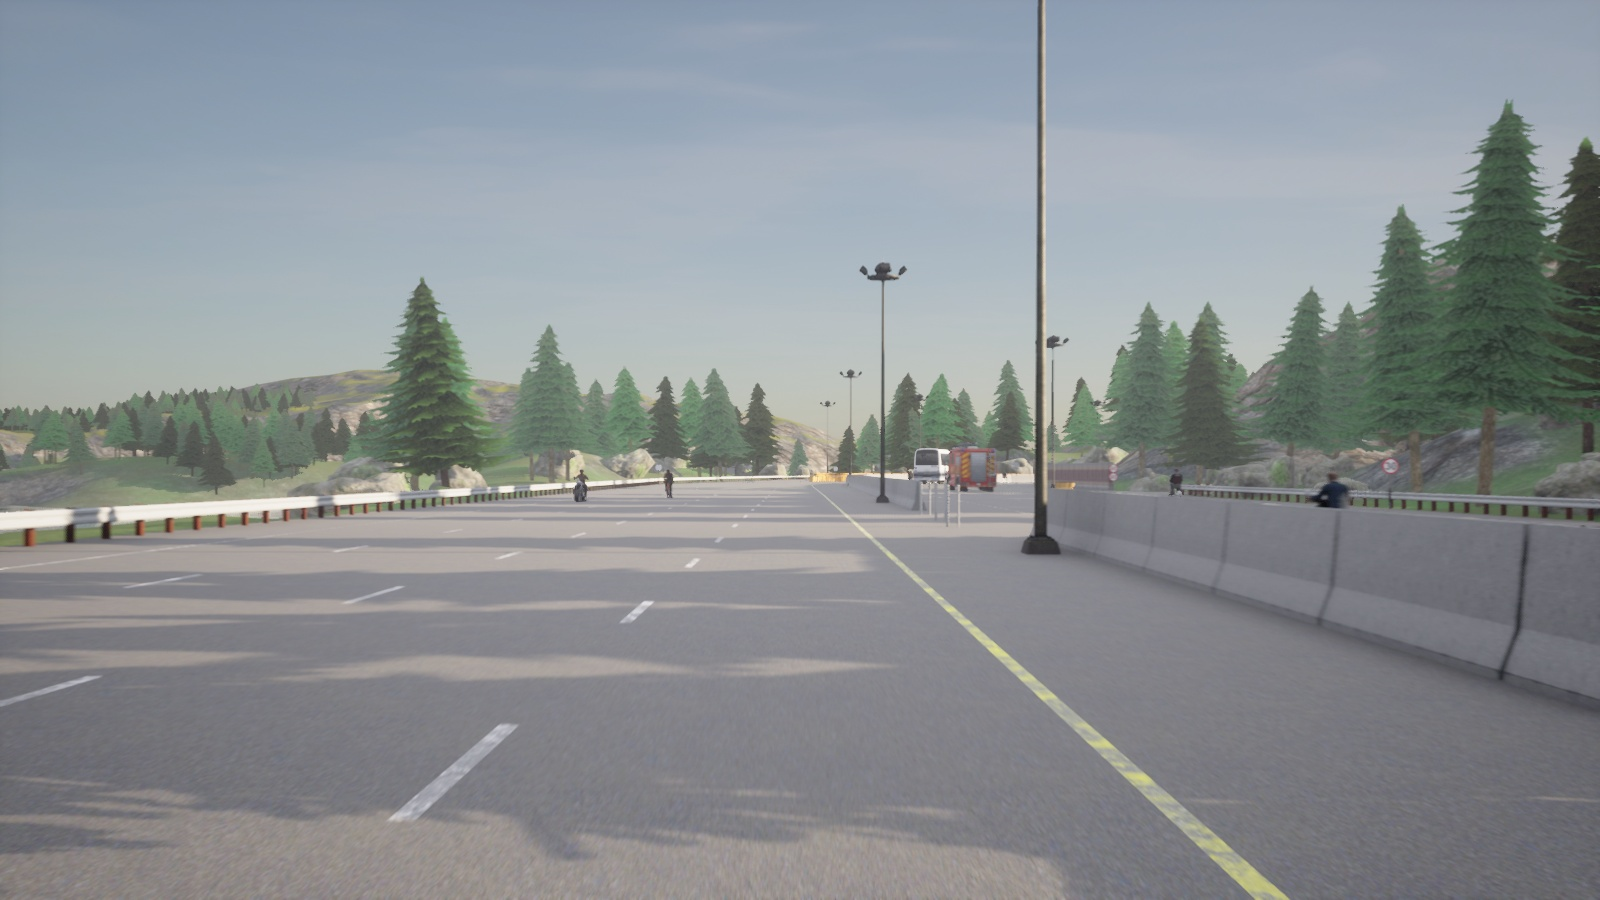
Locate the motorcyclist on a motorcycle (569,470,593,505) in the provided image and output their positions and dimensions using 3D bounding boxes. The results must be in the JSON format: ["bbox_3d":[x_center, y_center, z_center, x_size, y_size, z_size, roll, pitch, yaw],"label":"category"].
[{"bbox_3d":[-10.645,1.826,61.067,0.766,1.649,2.350,0,-1,0],"label":"motorcyclist on a motorcycle"}]
